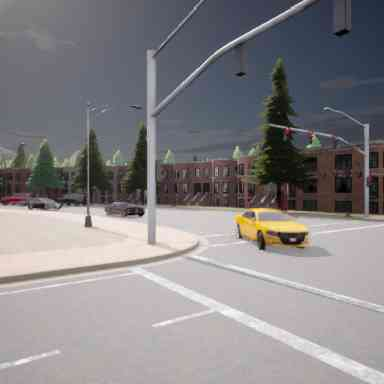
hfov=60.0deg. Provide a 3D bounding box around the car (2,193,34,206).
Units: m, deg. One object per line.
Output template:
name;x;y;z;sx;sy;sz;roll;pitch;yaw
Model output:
car;-29.032;1.221;55.923;5.566;2.045;2.150;0;0;10

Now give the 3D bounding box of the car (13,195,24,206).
car;-24.170;1.547;51.137;5.357;1.411;2.033;0;0;17

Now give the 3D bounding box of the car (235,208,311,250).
car;3.320;1.477;14.515;1.882;1.535;5.008;1;0;-8

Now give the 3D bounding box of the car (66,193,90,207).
car;-18.913;1.221;52.870;5.566;2.045;2.150;0;0;23

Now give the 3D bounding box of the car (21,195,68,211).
car;-18.043;1.492;40.652;4.902;1.511;2.128;0;0;30

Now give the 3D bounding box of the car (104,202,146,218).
car;-6.079;1.601;29.978;1.895;1.301;4.718;0;0;-39
